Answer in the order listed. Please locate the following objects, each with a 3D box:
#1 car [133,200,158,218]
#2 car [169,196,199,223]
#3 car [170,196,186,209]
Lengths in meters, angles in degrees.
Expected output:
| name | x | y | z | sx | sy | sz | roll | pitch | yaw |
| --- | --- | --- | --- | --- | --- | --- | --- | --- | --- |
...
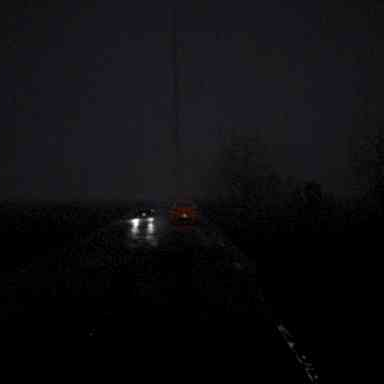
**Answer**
| name | x | y | z | sx | sy | sz | roll | pitch | yaw |
| --- | --- | --- | --- | --- | --- | --- | --- | --- | --- |
| car | -3.950 | 1.376 | 28.891 | 2.033 | 1.411 | 5.357 | 0 | 0 | -4 |
| car | -0.589 | 1.333 | 23.838 | 1.882 | 1.535 | 5.008 | 0 | 0 | -3 |
| car | -1.800 | 1.279 | 41.232 | 1.812 | 1.442 | 4.674 | 0 | 1 | -5 |
